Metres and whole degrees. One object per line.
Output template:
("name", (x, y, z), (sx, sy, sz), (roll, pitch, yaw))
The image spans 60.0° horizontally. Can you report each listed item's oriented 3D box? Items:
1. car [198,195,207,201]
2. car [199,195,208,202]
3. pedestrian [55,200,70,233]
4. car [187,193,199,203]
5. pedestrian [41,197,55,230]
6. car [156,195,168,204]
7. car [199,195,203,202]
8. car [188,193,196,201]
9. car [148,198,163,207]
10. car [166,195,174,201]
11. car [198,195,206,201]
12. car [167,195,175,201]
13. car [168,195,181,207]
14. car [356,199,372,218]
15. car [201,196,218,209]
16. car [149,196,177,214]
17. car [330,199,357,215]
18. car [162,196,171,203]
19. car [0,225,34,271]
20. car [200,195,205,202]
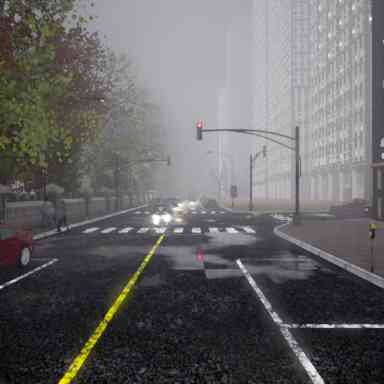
("car", (2.688, 1.521, 86.007), (1.967, 1.590, 4.097), (0, 0, 0))
("car", (2.688, 1.511, 80.375), (1.967, 1.590, 4.097), (0, 0, 0))
("pedestrian", (-6.946, 1.299, 17.852), (0.375, 1.860, 0.375), (0, 0, 0))
("car", (-0.004, 1.590, 73.450), (2.033, 1.411, 5.357), (0, 0, 0))
("pedestrian", (-7.991, 1.147, 18.536), (0.375, 1.860, 0.375), (0, 0, 0))
("car", (-5.691, 1.485, 63.478), (1.967, 1.590, 4.097), (0, 0, 0))
("car", (2.689, 1.604, 57.846), (1.947, 1.339, 4.313), (0, 0, 0))
("car", (-0.004, 1.177, 83.897), (2.150, 2.045, 5.566), (0, 0, 0))
("car", (-5.691, 1.614, 52.213), (1.802, 1.307, 4.206), (0, 0, 0))
("car", (-5.692, 1.521, 86.007), (1.967, 1.590, 4.097), (0, 0, 0))
("car", (2.687, 1.642, 91.639), (2.008, 1.369, 4.403), (0, 0, 0))
("car", (-5.694, 1.636, 91.639), (1.887, 1.381, 4.507), (0, 0, 0))
("car", (-3.092, 1.556, 50.402), (1.812, 1.442, 4.674), (0, 0, 0))
("car", (14.673, 1.282, 23.990), (4.313, 1.339, 1.947), (-1, 1, 0))
("car", (2.689, 1.592, 46.580), (1.947, 1.339, 4.313), (0, 0, 0))
("car", (-3.100, 1.508, 35.503), (2.128, 1.511, 4.902), (0, 0, 0))
("car", (14.605, 1.308, 29.791), (4.181, 1.385, 1.994), (-1, 0, 0))
("car", (-5.692, 1.587, 74.573), (1.752, 1.417, 4.829), (0, 0, 0))
("car", (-5.817, 1.546, 8.662), (1.887, 1.381, 4.507), (0, 0, 0))
("car", (2.689, 1.598, 52.213), (1.947, 1.339, 4.313), (0, 0, 0))
